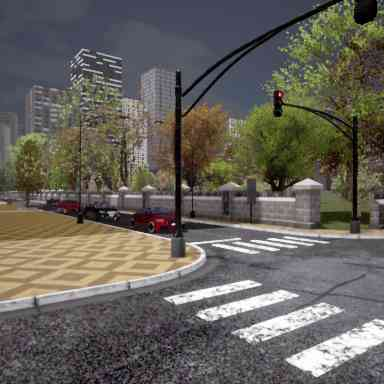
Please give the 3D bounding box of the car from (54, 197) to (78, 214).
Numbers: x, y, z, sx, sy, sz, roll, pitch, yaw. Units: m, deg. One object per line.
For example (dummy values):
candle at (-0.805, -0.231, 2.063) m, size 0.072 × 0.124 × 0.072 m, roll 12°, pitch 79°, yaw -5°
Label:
car at (-13.307, 1.578, 36.458) m, size 1.882 × 1.535 × 5.008 m, roll 0°, pitch 0°, yaw -34°

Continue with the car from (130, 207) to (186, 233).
car at (-2.138, 1.606, 19.990) m, size 1.994 × 1.385 × 4.181 m, roll 0°, pitch 0°, yaw -34°

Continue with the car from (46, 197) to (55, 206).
car at (-24.116, 1.672, 58.056) m, size 2.128 × 1.511 × 4.902 m, roll 0°, pitch 0°, yaw -34°

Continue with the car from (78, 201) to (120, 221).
car at (-7.683, 1.562, 28.160) m, size 2.128 × 1.511 × 4.902 m, roll 0°, pitch 0°, yaw -34°
